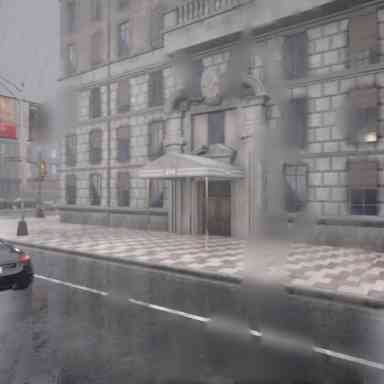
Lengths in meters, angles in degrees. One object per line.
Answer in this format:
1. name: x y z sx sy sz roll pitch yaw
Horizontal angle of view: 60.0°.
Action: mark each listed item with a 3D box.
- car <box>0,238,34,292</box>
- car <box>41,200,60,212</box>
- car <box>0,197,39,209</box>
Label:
1. car: -5.605 1.564 7.842 4.181 1.385 1.994 0 0 35
2. car: -14.965 1.601 39.569 1.895 1.301 4.718 0 0 35
3. car: -22.128 1.478 43.622 1.882 1.535 5.008 0 0 35
